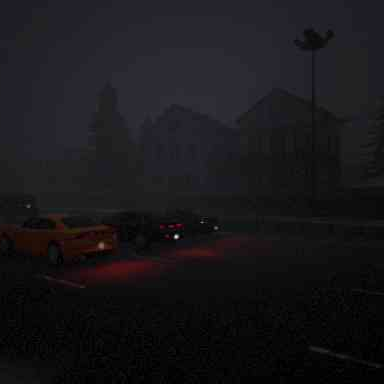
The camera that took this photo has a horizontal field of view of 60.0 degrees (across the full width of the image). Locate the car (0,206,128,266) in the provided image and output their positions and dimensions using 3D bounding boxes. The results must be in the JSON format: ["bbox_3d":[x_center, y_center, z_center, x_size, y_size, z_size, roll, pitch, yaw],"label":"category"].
[{"bbox_3d":[-4.792,1.480,11.671,5.008,1.535,1.882,0,0,36],"label":"car"}]

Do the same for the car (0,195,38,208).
[{"bbox_3d":[-14.940,1.226,27.520,5.566,2.045,2.150,0,0,36],"label":"car"}]

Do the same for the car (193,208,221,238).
[{"bbox_3d":[-0.710,1.528,17.356,4.674,1.442,1.812,0,0,36],"label":"car"}]

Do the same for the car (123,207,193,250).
[{"bbox_3d":[-2.580,1.506,14.393,4.892,1.490,1.837,0,0,36],"label":"car"}]
